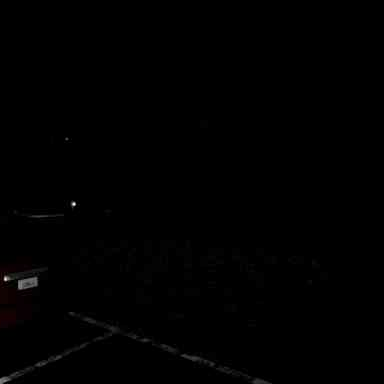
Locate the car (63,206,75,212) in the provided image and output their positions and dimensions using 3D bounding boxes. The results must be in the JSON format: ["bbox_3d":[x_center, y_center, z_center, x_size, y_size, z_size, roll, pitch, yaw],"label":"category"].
[{"bbox_3d":[-12.163,1.838,37.951,1.895,1.301,4.718,-1,-1,36],"label":"car"}]

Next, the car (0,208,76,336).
[{"bbox_3d":[-4.142,1.317,5.907,5.009,1.841,2.192,0,-1,36],"label":"car"}]

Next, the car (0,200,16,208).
[{"bbox_3d":[-18.239,1.503,29.766,2.097,1.767,4.553,-1,-1,37],"label":"car"}]
